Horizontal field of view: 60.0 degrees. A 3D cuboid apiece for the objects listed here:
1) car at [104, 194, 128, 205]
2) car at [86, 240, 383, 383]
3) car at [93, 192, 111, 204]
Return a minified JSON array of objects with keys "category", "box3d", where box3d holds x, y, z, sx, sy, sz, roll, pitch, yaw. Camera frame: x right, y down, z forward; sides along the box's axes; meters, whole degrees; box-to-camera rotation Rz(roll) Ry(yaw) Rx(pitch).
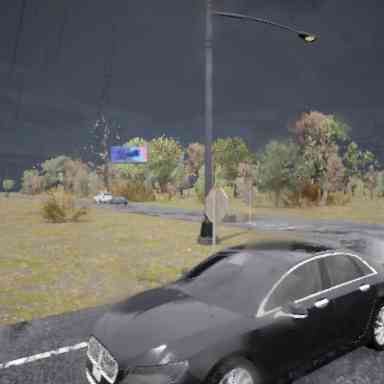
[{"category":"car","box3d":[-12.276,1.437,55.003,2.033,1.411,5.357,0,0,-33]},{"category":"car","box3d":[1.059,1.508,4.627,4.892,1.490,1.837,0,0,-35]},{"category":"car","box3d":[-16.281,1.098,60.944,2.150,2.045,5.566,0,0,-34]}]
